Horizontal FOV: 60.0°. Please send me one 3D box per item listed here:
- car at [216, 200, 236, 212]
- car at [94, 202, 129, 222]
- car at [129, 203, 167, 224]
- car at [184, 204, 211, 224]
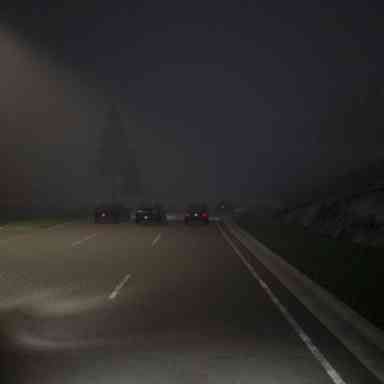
[{"bbox_3d":[4.319,1.739,42.218,1.994,1.385,4.181,0,0,16],"label":"car"},{"bbox_3d":[-6.437,1.591,27.392,1.882,1.535,5.008,0,0,5],"label":"car"},{"bbox_3d":[-3.064,1.598,25.707,2.128,1.511,4.902,0,0,4],"label":"car"},{"bbox_3d":[0.448,1.655,25.647,2.033,1.411,5.357,0,0,4],"label":"car"}]
